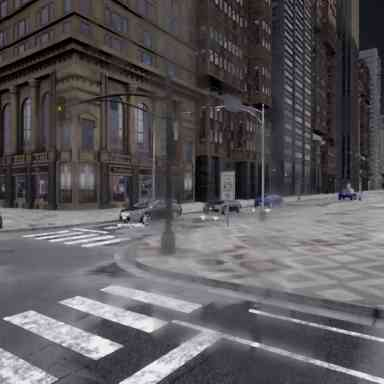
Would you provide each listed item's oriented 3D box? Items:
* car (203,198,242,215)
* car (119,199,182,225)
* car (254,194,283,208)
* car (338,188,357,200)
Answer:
[{"bbox_3d":[2.718,1.185,29.342,1.994,1.385,4.181,0,1,36],"label":"car"},{"bbox_3d":[-2.616,1.236,21.893,2.128,1.511,4.902,0,1,36],"label":"car"},{"bbox_3d":[8.749,0.961,37.766,1.882,1.535,5.008,0,1,36],"label":"car"},{"bbox_3d":[27.047,0.361,57.845,2.150,2.045,5.566,0,1,36],"label":"car"}]
